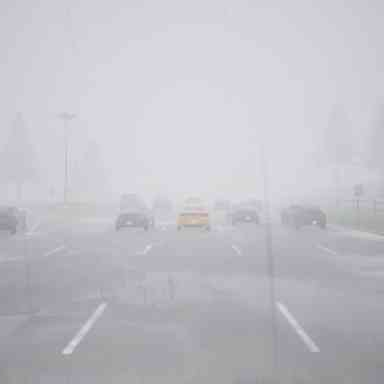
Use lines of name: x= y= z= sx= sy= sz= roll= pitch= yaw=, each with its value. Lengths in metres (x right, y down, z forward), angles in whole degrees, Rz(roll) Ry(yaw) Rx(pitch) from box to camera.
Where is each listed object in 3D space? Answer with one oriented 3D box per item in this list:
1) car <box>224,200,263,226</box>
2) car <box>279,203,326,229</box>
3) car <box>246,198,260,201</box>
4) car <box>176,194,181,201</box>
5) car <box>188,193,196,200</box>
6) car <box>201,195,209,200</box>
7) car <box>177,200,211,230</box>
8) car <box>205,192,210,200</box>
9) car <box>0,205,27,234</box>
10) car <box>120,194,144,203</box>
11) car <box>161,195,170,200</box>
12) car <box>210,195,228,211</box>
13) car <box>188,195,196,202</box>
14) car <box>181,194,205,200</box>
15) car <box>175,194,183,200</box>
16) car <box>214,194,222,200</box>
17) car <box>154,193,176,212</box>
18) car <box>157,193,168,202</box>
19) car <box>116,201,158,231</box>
car: x=3.583 y=1.532 z=23.656 sx=1.812 sy=1.442 sz=4.674 roll=0 pitch=0 yaw=0
car: x=7.098 y=1.510 z=21.652 sx=1.837 sy=1.490 sz=4.892 roll=0 pitch=0 yaw=0
car: x=7.098 y=1.515 z=39.299 sx=1.837 sy=1.490 sz=4.892 roll=0 pitch=0 yaw=0
car: x=-3.508 y=1.536 z=78.920 sx=1.812 sy=1.442 sz=4.674 roll=0 pitch=0 yaw=0
car: x=-0.009 y=1.210 z=88.894 sx=2.097 sy=1.767 sz=4.553 roll=0 pitch=0 yaw=0
car: x=3.491 y=1.407 z=88.925 sx=1.994 sy=1.385 sz=4.181 roll=0 pitch=0 yaw=0
car: x=0.098 y=1.483 z=20.904 sx=1.882 sy=1.535 sz=5.008 roll=0 pitch=0 yaw=0
car: x=3.492 y=1.489 z=78.504 sx=1.882 sy=1.535 sz=5.008 roll=0 pitch=0 yaw=0
car: x=-10.728 y=1.509 z=18.915 sx=1.837 sy=1.490 sz=4.892 roll=0 pitch=0 yaw=-19
car: x=-6.904 y=1.231 z=38.578 sx=2.150 sy=2.045 sz=5.566 roll=0 pitch=0 yaw=0
car: x=-7.009 y=1.407 z=88.924 sx=1.994 sy=1.385 sz=4.181 roll=0 pitch=0 yaw=0
car: x=3.596 y=1.488 z=40.837 sx=1.882 sy=1.535 sz=5.008 roll=0 pitch=0 yaw=0
car: x=-0.008 y=1.537 z=78.921 sx=1.812 sy=1.442 sz=4.674 roll=0 pitch=0 yaw=0
car: x=0.096 y=1.362 z=38.969 sx=2.097 sy=1.767 sz=4.553 roll=0 pitch=0 yaw=0
car: x=-3.509 y=1.379 z=88.924 sx=1.812 sy=1.442 sz=4.674 roll=0 pitch=0 yaw=0
car: x=6.991 y=1.355 z=88.925 sx=1.837 sy=1.490 sz=4.892 roll=0 pitch=0 yaw=0
car: x=-3.403 y=1.362 z=38.952 sx=2.097 sy=1.767 sz=4.553 roll=0 pitch=0 yaw=0
car: x=-7.008 y=1.236 z=78.534 sx=2.150 sy=2.045 sz=5.566 roll=0 pitch=0 yaw=0
car: x=-3.418 y=1.531 z=20.420 sx=1.812 sy=1.442 sz=4.674 roll=0 pitch=0 yaw=0
